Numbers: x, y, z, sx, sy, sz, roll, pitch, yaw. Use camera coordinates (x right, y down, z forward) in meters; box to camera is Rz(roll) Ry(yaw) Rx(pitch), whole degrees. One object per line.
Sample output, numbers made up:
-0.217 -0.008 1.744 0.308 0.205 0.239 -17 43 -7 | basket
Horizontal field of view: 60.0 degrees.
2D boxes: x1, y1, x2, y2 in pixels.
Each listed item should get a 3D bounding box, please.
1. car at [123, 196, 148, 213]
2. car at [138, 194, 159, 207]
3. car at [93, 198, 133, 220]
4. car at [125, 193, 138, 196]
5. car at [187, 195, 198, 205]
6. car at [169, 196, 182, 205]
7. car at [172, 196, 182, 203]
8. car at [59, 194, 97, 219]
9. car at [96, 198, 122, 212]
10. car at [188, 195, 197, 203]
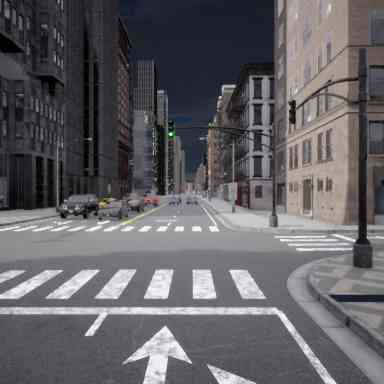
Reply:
-6.540 1.495 37.465 1.882 1.535 5.008 0 0 0 | car
-6.508 1.262 52.233 2.150 2.045 5.566 0 0 0 | car
-6.534 1.510 28.046 1.837 1.490 4.892 0 0 -1 | car
-9.754 1.254 53.544 2.150 2.045 5.566 0 1 0 | car
0.087 1.617 59.971 1.994 1.385 4.181 0 0 0 | car
-3.165 1.599 59.143 2.033 1.411 5.357 0 0 0 | car
-3.149 1.546 69.565 1.882 1.535 5.008 0 0 0 | car
-9.818 1.228 29.498 2.150 2.045 5.566 0 0 -2 | car
-9.786 1.498 39.488 1.882 1.535 5.008 0 0 0 | car
0.101 1.443 69.976 1.812 1.442 4.674 0 0 0 | car
